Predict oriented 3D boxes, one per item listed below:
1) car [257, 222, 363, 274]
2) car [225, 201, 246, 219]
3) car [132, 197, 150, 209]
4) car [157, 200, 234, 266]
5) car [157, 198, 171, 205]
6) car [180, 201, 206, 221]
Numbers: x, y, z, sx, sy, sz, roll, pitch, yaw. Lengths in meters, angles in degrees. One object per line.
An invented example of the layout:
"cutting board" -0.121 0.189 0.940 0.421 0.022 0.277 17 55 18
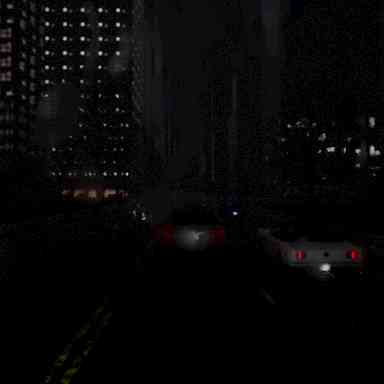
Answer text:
"car" 3.311 1.577 10.446 1.895 1.301 4.718 0 0 0
"car" 3.323 1.456 27.794 1.812 1.442 4.674 0 0 0
"car" -6.569 1.374 43.296 2.128 1.511 4.902 0 0 0
"car" 0.066 1.325 11.605 2.097 1.767 4.553 0 0 0
"car" -3.323 1.447 42.657 1.994 1.385 4.181 0 0 0
"car" 0.072 1.495 27.364 1.994 1.385 4.181 0 0 0
